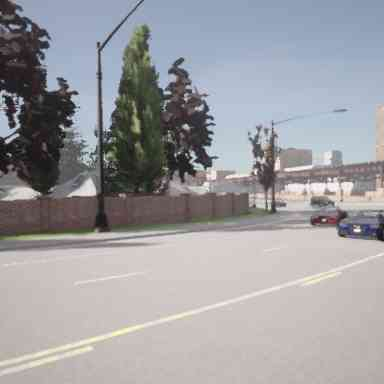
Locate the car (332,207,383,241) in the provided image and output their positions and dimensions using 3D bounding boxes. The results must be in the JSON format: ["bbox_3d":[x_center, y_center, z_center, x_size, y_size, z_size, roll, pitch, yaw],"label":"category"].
[{"bbox_3d":[9.126,1.633,17.207,1.994,1.385,4.181,-1,-1,41],"label":"car"}]

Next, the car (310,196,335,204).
[{"bbox_3d":[21.730,1.669,55.640,2.150,2.045,5.566,-1,-1,-5],"label":"car"}]

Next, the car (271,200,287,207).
[{"bbox_3d":[16.953,2.223,65.000,1.994,1.385,4.181,-1,-1,-9],"label":"car"}]

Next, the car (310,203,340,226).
[{"bbox_3d":[9.886,1.694,23.758,1.994,1.385,4.181,-1,-1,34],"label":"car"}]
